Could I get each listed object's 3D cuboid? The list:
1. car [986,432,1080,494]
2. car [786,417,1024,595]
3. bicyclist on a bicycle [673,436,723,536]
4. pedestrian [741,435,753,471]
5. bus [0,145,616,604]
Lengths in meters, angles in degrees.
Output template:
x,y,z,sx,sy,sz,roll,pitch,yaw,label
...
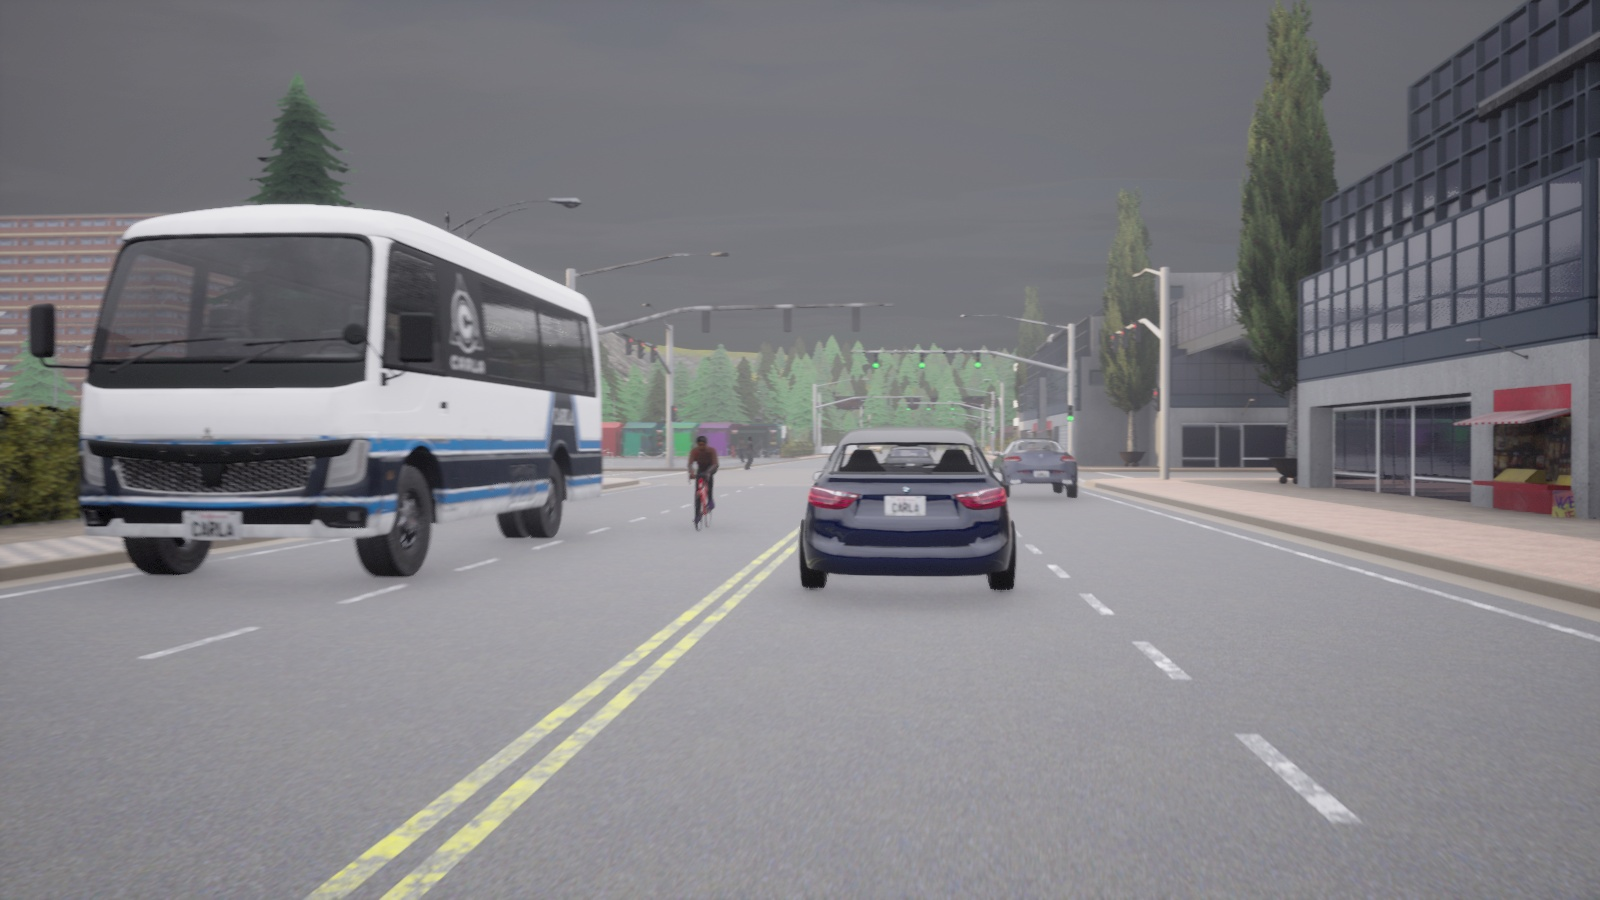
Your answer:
x,y,z,sx,sy,sz,roll,pitch,yaw,label
6.573,0.331,35.932,2.152,1.651,5.027,0,0,5,car
1.185,0.512,14.204,2.242,1.667,4.611,0,0,5,car
-1.713,0.577,21.338,0.582,1.620,1.656,0,1,5,bicyclist on a bicycle
-2.854,0.152,67.899,0.666,1.930,0.402,0,0,-1,pedestrian
-5.604,-0.733,16.922,3.944,4.253,10.273,0,0,5,bus
